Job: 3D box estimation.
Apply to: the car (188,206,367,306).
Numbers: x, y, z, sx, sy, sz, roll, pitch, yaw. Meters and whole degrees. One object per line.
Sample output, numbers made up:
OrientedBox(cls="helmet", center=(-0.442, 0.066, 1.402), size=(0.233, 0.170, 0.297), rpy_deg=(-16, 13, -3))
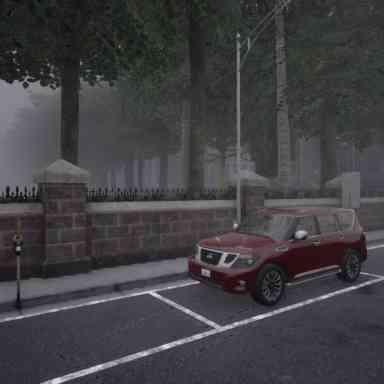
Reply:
OrientedBox(cls="car", center=(2.326, 1.314, 8.194), size=(5.009, 1.841, 2.192), rpy_deg=(0, 0, -36))
